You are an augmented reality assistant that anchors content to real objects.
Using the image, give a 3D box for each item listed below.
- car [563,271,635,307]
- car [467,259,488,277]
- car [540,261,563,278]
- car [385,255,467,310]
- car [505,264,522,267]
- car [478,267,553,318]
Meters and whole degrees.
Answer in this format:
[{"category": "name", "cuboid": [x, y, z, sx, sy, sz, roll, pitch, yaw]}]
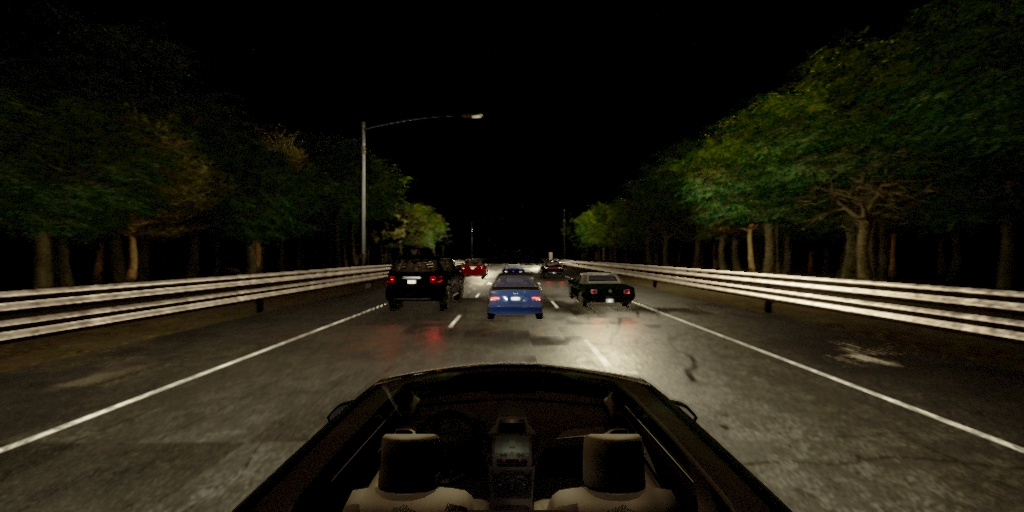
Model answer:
[{"category": "car", "cuboid": [3.607, 1.352, 15.425, 1.895, 1.301, 4.718, 0, 0, 0]}, {"category": "car", "cuboid": [-3.386, 1.101, 32.962, 2.097, 1.767, 4.553, 0, 0, 0]}, {"category": "car", "cuboid": [3.615, 1.241, 33.193, 2.128, 1.511, 4.902, 0, 0, 0]}, {"category": "car", "cuboid": [-3.393, 0.972, 14.811, 2.150, 2.045, 5.566, 0, 0, 0]}, {"category": "car", "cuboid": [0.113, 1.350, 32.013, 1.895, 1.301, 4.718, 0, 0, 0]}, {"category": "car", "cuboid": [0.105, 1.298, 13.019, 2.033, 1.411, 5.357, 0, 0, 0]}]
